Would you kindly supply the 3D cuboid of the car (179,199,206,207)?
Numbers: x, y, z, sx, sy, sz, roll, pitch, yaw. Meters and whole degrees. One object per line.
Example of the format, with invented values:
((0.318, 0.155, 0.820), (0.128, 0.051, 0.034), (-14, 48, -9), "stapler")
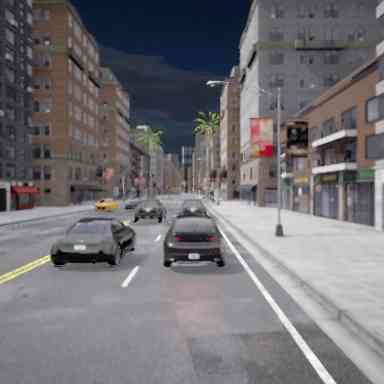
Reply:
((0.069, 1.341, 26.183), (2.097, 1.767, 4.553), (0, 0, 0), "car")

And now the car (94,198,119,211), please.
((-9.849, 1.469, 38.609), (1.882, 1.535, 5.008), (0, 0, 0), "car")

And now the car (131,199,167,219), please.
((-3.181, 1.341, 26.186), (2.097, 1.767, 4.553), (0, 0, 0), "car")

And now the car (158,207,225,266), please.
((0.073, 1.499, 11.517), (1.837, 1.490, 4.892), (0, 0, 0), "car")

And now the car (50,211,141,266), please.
((-3.179, 1.557, 11.487), (1.994, 1.385, 4.181), (0, 0, 0), "car")

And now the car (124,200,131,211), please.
((-6.602, 1.593, 38.902), (1.895, 1.301, 4.718), (0, 0, 0), "car")
